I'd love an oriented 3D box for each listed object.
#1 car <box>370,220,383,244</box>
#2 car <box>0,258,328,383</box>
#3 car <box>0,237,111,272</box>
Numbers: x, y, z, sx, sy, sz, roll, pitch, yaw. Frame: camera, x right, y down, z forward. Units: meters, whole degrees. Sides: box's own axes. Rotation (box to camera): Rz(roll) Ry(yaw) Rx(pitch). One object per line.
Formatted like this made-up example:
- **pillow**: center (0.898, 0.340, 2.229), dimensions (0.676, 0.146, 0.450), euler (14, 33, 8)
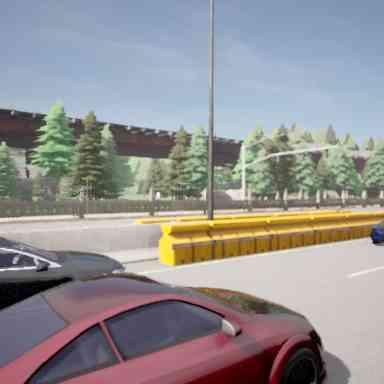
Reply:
- **car**: center (10.051, 1.684, 15.280), dimensions (4.181, 1.385, 1.994), euler (1, 0, -36)
- **car**: center (-0.489, 1.574, 3.390), dimensions (4.181, 1.385, 1.994), euler (1, 0, -37)
- **car**: center (-3.482, 1.493, 5.559), dimensions (4.902, 1.511, 2.128), euler (1, 0, -36)
